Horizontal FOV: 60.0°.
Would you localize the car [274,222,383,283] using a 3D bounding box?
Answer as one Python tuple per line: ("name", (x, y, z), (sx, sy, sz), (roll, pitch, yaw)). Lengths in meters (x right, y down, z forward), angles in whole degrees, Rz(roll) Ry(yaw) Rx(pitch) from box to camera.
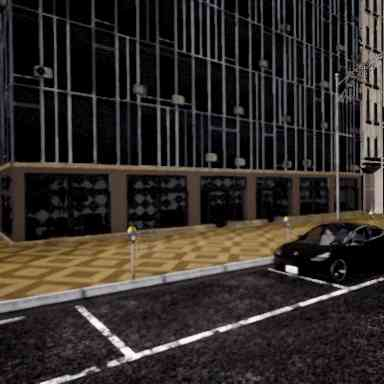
("car", (4.277, 1.571, 9.622), (4.313, 1.339, 1.947), (0, -1, -35))
